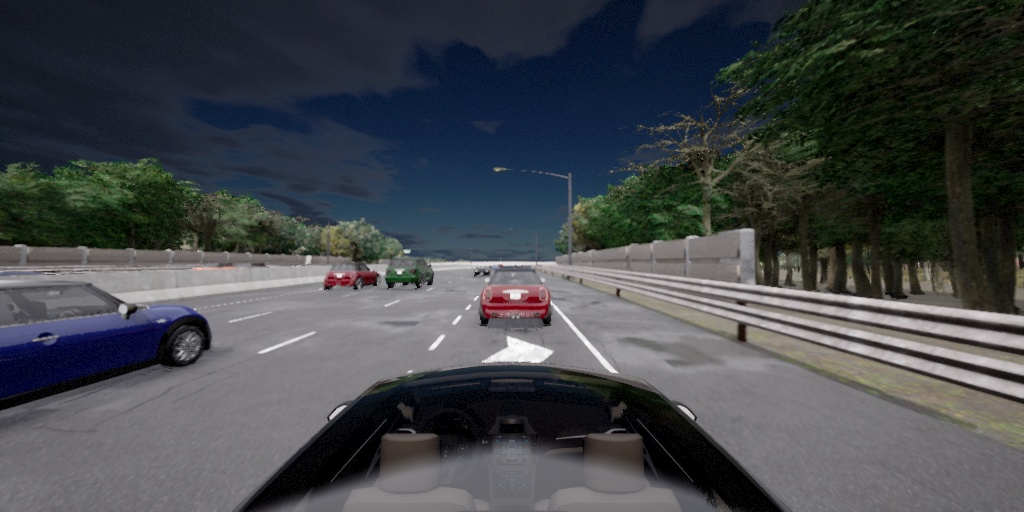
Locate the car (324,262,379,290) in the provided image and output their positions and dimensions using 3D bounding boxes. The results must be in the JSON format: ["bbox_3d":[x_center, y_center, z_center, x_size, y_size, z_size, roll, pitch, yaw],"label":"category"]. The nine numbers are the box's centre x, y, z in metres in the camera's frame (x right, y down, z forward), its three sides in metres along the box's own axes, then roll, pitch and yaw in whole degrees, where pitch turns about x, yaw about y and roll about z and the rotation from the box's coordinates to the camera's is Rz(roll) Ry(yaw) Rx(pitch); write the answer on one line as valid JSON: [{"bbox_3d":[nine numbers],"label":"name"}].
[{"bbox_3d":[-10.404,1.253,23.727,2.097,1.767,4.553,0,-1,0],"label":"car"}]

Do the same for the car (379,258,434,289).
[{"bbox_3d":[-6.904,1.133,24.683,2.150,2.045,5.566,0,-1,0],"label":"car"}]

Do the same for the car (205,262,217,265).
[{"bbox_3d":[-31.587,1.457,38.126,2.097,1.767,4.553,0,-1,0],"label":"car"}]

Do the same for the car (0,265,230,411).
[{"bbox_3d":[-6.901,1.116,5.097,2.097,1.767,4.553,0,0,0],"label":"car"}]

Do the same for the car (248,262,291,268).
[{"bbox_3d":[-24.594,1.648,37.773,2.033,1.411,5.357,0,-1,0],"label":"car"}]

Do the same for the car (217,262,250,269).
[{"bbox_3d":[-28.089,1.457,38.063,2.097,1.767,4.553,0,-1,0],"label":"car"}]

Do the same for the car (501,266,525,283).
[{"bbox_3d":[0.095,1.565,31.510,1.994,1.385,4.181,0,-1,0],"label":"car"}]

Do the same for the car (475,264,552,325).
[{"bbox_3d":[0.098,1.151,12.168,2.097,1.767,4.553,0,0,0],"label":"car"}]
